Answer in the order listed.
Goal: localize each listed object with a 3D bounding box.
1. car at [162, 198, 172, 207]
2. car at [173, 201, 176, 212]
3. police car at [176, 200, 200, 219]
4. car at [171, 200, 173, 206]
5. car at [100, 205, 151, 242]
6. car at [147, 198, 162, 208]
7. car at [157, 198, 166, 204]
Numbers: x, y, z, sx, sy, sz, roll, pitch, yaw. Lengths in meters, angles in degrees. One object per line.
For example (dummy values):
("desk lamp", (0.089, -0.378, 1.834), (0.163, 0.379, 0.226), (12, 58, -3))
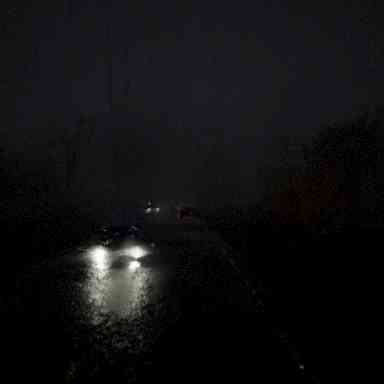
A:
("car", (-4.684, 2.168, 66.782), (1.882, 1.535, 5.008), (0, -1, -8))
("car", (-1.083, 1.962, 42.773), (1.812, 1.442, 4.674), (0, -1, -5))
("police car", (-0.292, 1.759, 32.867), (1.930, 1.638, 5.238), (0, -1, -4))
("car", (-1.660, 2.004, 48.774), (1.837, 1.490, 4.892), (0, -1, -6))
("car", (-3.501, 1.658, 17.668), (1.882, 1.535, 5.008), (0, -1, -2))
("car", (-6.808, 1.963, 59.019), (2.097, 1.767, 4.553), (0, -1, -6))
("car", (-7.941, 2.309, 86.994), (1.812, 1.442, 4.674), (0, -1, -10))
